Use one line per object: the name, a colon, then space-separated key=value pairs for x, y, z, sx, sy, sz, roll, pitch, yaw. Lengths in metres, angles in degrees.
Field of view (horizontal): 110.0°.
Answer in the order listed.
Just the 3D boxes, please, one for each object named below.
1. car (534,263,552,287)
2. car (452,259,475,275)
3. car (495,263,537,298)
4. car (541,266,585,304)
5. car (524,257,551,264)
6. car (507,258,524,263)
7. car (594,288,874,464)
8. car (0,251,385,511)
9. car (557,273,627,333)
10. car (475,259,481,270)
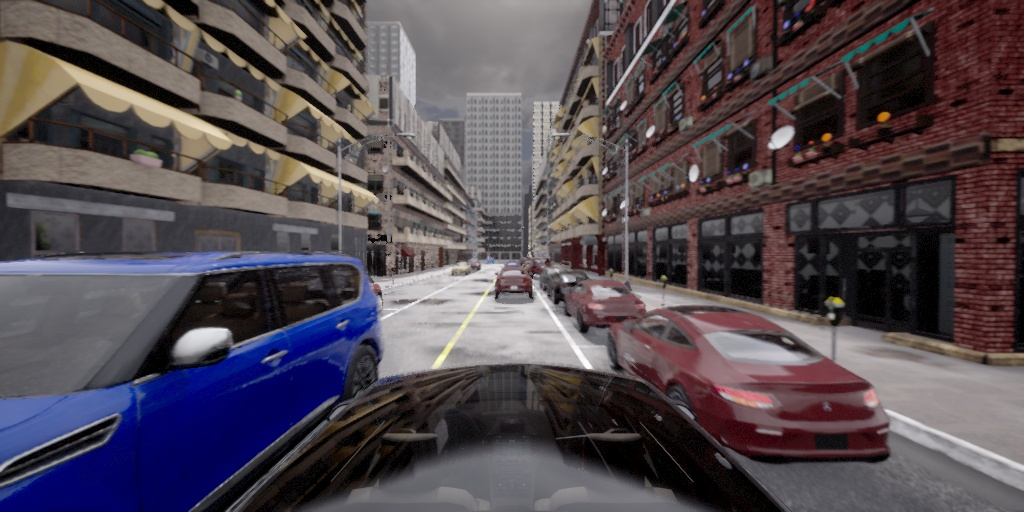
car: x=2.565 y=1.291 z=21.590 sx=2.007 sy=1.370 sz=4.403 roll=0 pitch=0 yaw=0
car: x=-5.315 y=1.257 z=38.047 sx=1.751 sy=1.417 sz=4.829 roll=0 pitch=0 yaw=0
car: x=0.088 y=1.268 z=18.437 sx=1.812 sy=1.442 sz=4.674 roll=0 pitch=0 yaw=0
car: x=2.565 y=1.309 z=16.041 sx=1.948 sy=1.339 sz=4.313 roll=0 pitch=0 yaw=0
car: x=2.565 y=1.049 z=32.688 sx=2.192 sy=1.841 sz=5.009 roll=0 pitch=0 yaw=0
car: x=0.101 y=1.257 z=37.790 sx=1.812 sy=1.442 sz=4.674 roll=0 pitch=0 yaw=0
car: x=2.565 y=1.331 z=4.943 sx=1.802 sy=1.307 sz=4.207 roll=0 pitch=0 yaw=0
car: x=-2.851 y=0.971 z=2.850 sx=2.150 sy=2.045 sz=5.566 roll=0 pitch=0 yaw=0
car: x=2.565 y=1.328 z=10.492 sx=1.802 sy=1.307 sz=4.207 roll=0 pitch=0 yaw=0
car: x=-5.315 y=1.165 z=49.315 sx=1.967 sy=1.591 sz=4.097 roll=0 pitch=0 yaw=0
